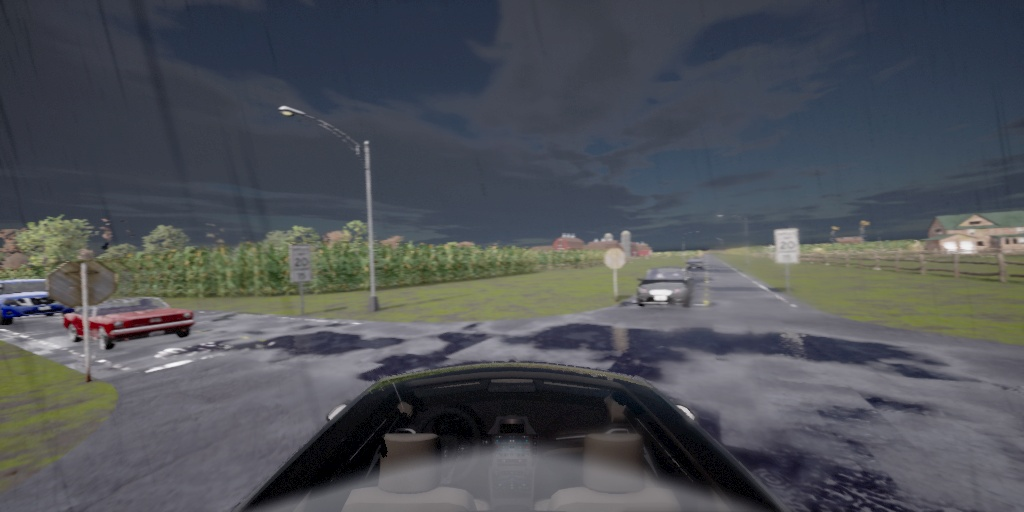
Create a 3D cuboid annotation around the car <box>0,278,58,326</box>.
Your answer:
[{"bbox_3d":[-24.044,2.169,17.847,5.566,2.045,2.150,-3,0,28],"label":"car"}]

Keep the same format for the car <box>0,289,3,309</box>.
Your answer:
[{"bbox_3d":[-39.674,3.234,26.322,5.357,1.411,2.033,-3,0,28],"label":"car"}]

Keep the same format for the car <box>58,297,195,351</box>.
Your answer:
[{"bbox_3d":[-12.045,1.983,11.270,4.718,1.301,1.895,-3,0,29],"label":"car"}]

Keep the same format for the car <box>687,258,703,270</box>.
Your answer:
[{"bbox_3d":[22.709,0.985,44.626,2.033,1.411,5.357,-2,-1,29],"label":"car"}]

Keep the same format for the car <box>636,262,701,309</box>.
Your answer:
[{"bbox_3d":[6.352,1.194,14.699,2.128,1.511,4.902,-2,-1,29],"label":"car"}]
